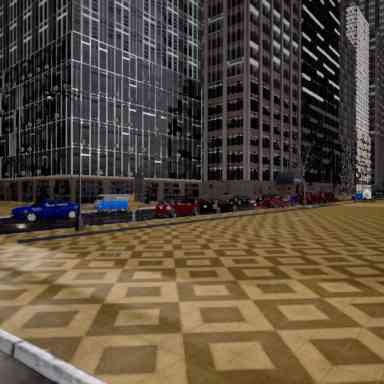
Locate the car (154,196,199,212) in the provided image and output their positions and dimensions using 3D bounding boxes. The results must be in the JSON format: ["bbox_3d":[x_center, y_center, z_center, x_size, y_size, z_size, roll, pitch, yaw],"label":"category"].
[{"bbox_3d":[-1.608,1.204,35.628,1.882,1.535,5.008,0,1,41],"label":"car"}]

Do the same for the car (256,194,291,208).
[{"bbox_3d":[9.882,1.243,40.151,1.802,1.307,4.206,1,1,41],"label":"car"}]

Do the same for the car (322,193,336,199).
[{"bbox_3d":[33.106,0.828,80.200,1.947,1.339,4.313,1,1,41],"label":"car"}]

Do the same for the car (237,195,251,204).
[{"bbox_3d":[7.222,1.147,49.935,1.947,1.339,4.313,1,1,41],"label":"car"}]

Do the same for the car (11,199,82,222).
[{"bbox_3d":[-10.788,1.318,24.898,1.882,1.535,5.008,0,1,41],"label":"car"}]

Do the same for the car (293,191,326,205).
[{"bbox_3d":[17.278,0.885,48.793,2.192,1.841,5.009,1,1,41],"label":"car"}]

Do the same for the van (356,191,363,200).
[{"bbox_3d":[35.765,0.683,70.410,1.690,1.788,3.998,1,1,41],"label":"van"}]

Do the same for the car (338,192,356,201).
[{"bbox_3d":[28.480,0.957,61.895,1.752,1.417,4.829,1,1,41],"label":"car"}]

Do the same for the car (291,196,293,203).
[{"bbox_3d":[17.078,1.062,52.713,1.812,1.442,4.674,0,1,41],"label":"car"}]

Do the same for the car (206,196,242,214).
[{"bbox_3d":[2.538,1.320,31.462,1.947,1.339,4.313,1,1,41],"label":"car"}]

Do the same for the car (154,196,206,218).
[{"bbox_3d":[-1.116,1.240,27.101,1.967,1.590,4.097,1,1,41],"label":"car"}]

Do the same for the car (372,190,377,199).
[{"bbox_3d":[39.461,0.847,74.737,2.008,1.369,4.403,1,1,41],"label":"car"}]

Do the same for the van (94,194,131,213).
[{"bbox_3d":[-7.657,1.106,32.719,1.690,1.788,3.998,1,1,41],"label":"van"}]

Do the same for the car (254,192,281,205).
[{"bbox_3d":[11.568,0.928,50.884,2.097,1.767,4.553,0,1,41],"label":"car"}]

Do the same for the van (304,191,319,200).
[{"bbox_3d":[25.711,0.694,71.549,1.690,1.788,3.998,1,1,41],"label":"van"}]

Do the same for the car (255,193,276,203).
[{"bbox_3d":[10.369,1.125,44.798,1.837,1.490,4.892,0,1,41],"label":"car"}]

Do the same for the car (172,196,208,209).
[{"bbox_3d":[-0.178,1.218,41.295,1.887,1.381,4.507,1,1,41],"label":"car"}]

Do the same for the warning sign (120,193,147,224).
[{"bbox_3d":[-3.620,0.977,20.725,1.300,1.860,1.060,0,0,41],"label":"warning sign"}]

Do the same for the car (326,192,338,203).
[{"bbox_3d":[20.975,0.839,53.116,2.192,1.841,5.009,1,1,41],"label":"car"}]

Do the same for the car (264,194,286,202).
[{"bbox_3d":[14.618,1.056,58.582,1.947,1.339,4.313,1,1,41],"label":"car"}]
